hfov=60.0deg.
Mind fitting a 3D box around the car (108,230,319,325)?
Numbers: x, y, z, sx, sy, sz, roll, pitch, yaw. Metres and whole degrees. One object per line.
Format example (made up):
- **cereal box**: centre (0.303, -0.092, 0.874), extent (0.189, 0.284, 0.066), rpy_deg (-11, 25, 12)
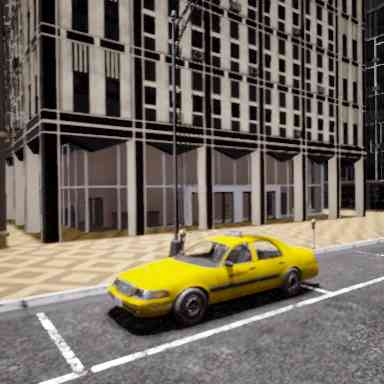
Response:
- **car**: centre (0.716, 1.522, 7.041), extent (4.829, 1.417, 1.752), rpy_deg (0, -1, -35)
